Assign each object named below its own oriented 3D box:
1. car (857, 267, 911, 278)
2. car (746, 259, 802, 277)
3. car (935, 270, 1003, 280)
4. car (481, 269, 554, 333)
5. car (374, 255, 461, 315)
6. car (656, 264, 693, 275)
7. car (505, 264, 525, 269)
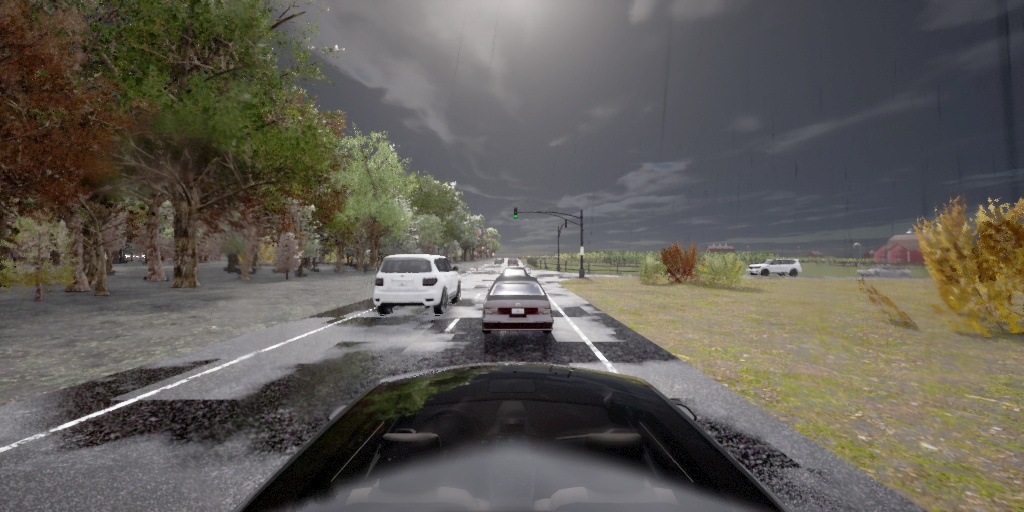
[{"bbox_3d":[43.290,1.881,41.846,4.718,1.301,1.895,1,-1,1],"label":"car"},{"bbox_3d":[30.632,1.360,41.958,5.566,2.045,2.150,0,-1,0],"label":"car"},{"bbox_3d":[48.672,1.826,38.219,5.357,1.411,2.033,1,-1,1],"label":"car"},{"bbox_3d":[0.122,1.300,10.656,2.033,1.411,5.357,0,0,0],"label":"car"},{"bbox_3d":[-3.372,0.974,13.722,2.150,2.045,5.566,0,0,0],"label":"car"},{"bbox_3d":[18.931,1.577,42.033,4.181,1.385,1.994,1,-1,0],"label":"car"},{"bbox_3d":[0.147,1.319,20.100,1.994,1.385,4.181,0,0,0],"label":"car"}]
